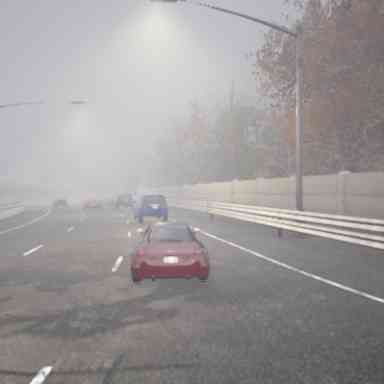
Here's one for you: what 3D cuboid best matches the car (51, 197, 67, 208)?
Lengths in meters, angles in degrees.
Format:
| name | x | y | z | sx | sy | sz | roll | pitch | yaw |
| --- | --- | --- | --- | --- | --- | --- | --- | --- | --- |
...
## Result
| name | x | y | z | sx | sy | sz | roll | pitch | yaw |
| --- | --- | --- | --- | --- | --- | --- | --- | --- | --- |
| car | -19.674 | 1.514 | 49.311 | 1.837 | 1.490 | 4.892 | 0 | 0 | -28 |

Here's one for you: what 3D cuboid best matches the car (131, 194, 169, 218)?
| name | x | y | z | sx | sy | sz | roll | pitch | yaw |
| --- | --- | --- | --- | --- | --- | --- | --- | --- | --- |
| car | -3.258 | 1.198 | 25.865 | 2.150 | 2.045 | 5.566 | 0 | -1 | -15 |

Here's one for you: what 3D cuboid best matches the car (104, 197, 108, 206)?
| name | x | y | z | sx | sy | sz | roll | pitch | yaw |
| --- | --- | --- | --- | --- | --- | --- | --- | --- | --- |
| car | -13.497 | 1.532 | 53.442 | 2.033 | 1.411 | 5.357 | 0 | 0 | -23 |

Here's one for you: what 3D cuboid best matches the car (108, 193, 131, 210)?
| name | x | y | z | sx | sy | sz | roll | pitch | yaw |
| --- | --- | --- | --- | --- | --- | --- | --- | --- | --- |
| car | -8.971 | 1.202 | 42.773 | 2.150 | 2.045 | 5.566 | 0 | 0 | -22 |

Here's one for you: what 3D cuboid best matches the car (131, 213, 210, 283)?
| name | x | y | z | sx | sy | sz | roll | pitch | yaw |
| --- | --- | --- | --- | --- | --- | --- | --- | --- | --- |
| car | -0.682 | 1.555 | 9.753 | 1.994 | 1.385 | 4.181 | 0 | 0 | -5 |

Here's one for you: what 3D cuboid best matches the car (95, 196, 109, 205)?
| name | x | y | z | sx | sy | sz | roll | pitch | yaw |
| --- | --- | --- | --- | --- | --- | --- | --- | --- | --- |
| car | -16.181 | 1.534 | 59.823 | 2.033 | 1.411 | 5.357 | 0 | 0 | -20 |

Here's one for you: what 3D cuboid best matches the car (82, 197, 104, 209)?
| name | x | y | z | sx | sy | sz | roll | pitch | yaw |
| --- | --- | --- | --- | --- | --- | --- | --- | --- | --- |
| car | -13.637 | 1.558 | 44.982 | 1.994 | 1.385 | 4.181 | 0 | 0 | -24 |
